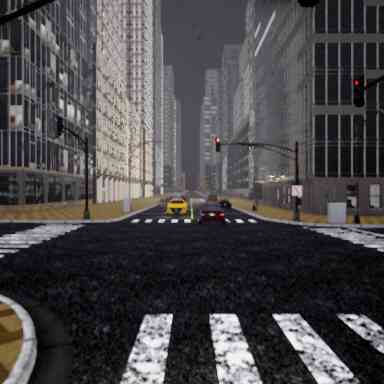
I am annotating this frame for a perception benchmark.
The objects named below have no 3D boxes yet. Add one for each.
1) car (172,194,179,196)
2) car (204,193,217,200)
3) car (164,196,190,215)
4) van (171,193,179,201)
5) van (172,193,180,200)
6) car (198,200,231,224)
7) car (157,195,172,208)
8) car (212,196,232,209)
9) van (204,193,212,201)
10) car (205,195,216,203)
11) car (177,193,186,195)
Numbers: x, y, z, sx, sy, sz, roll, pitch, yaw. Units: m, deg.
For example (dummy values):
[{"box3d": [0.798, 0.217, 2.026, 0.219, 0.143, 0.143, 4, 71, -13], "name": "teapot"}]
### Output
[{"box3d": [-4.039, 1.505, 64.168, 1.947, 1.339, 4.313, 0, 0, 0], "name": "car"}, {"box3d": [3.841, 1.254, 64.194, 2.192, 1.841, 5.009, 0, 0, 0], "name": "car"}, {"box3d": [-1.470, 1.464, 33.590, 1.882, 1.535, 5.008, 0, 0, 0], "name": "car"}, {"box3d": [-4.095, 1.247, 80.751, 1.690, 1.788, 3.998, 0, 0, 0], "name": "van"}, {"box3d": [-4.113, 1.236, 86.278, 1.690, 1.788, 3.998, 0, 0, 0], "name": "van"}, {"box3d": [1.413, 1.546, 24.497, 2.033, 1.411, 5.357, 0, 0, 1], "name": "car"}, {"box3d": [-3.984, 1.549, 47.585, 1.802, 1.307, 4.206, 0, 0, 0], "name": "car"}, {"box3d": [3.964, 1.541, 42.085, 1.947, 1.339, 4.313, 0, 0, 0], "name": "car"}, {"box3d": [3.785, 1.247, 80.777, 1.690, 1.788, 3.998, 0, 0, 0], "name": "van"}, {"box3d": [3.822, 1.368, 69.722, 1.967, 1.590, 4.097, 0, 0, 0], "name": "car"}, {"box3d": [-1.493, 1.284, 66.947, 2.097, 1.767, 4.553, 0, 0, 0], "name": "car"}]
